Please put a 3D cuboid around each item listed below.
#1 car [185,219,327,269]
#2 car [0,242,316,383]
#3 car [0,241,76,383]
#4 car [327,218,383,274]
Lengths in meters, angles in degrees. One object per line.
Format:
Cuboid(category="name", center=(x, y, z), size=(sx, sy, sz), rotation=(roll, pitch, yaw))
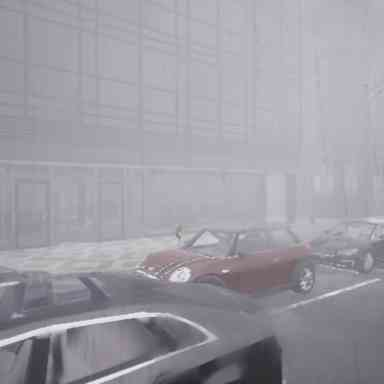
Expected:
Cuboid(category="car", center=(0.734, 1.428, 7.063), size=(4.097, 1.590, 1.967), rotation=(0, 0, -35))
Cuboid(category="car", center=(-1.427, 1.491, 2.361), size=(4.902, 1.511, 2.128), rotation=(0, 0, -36))
Cuboid(category="car", center=(-3.865, 1.554, 3.782), size=(4.403, 1.369, 2.008), rotation=(0, 0, -35))
Cuboid(category="car", center=(5.333, 1.524, 10.343), size=(4.403, 1.369, 2.008), rotation=(0, 0, -35))
